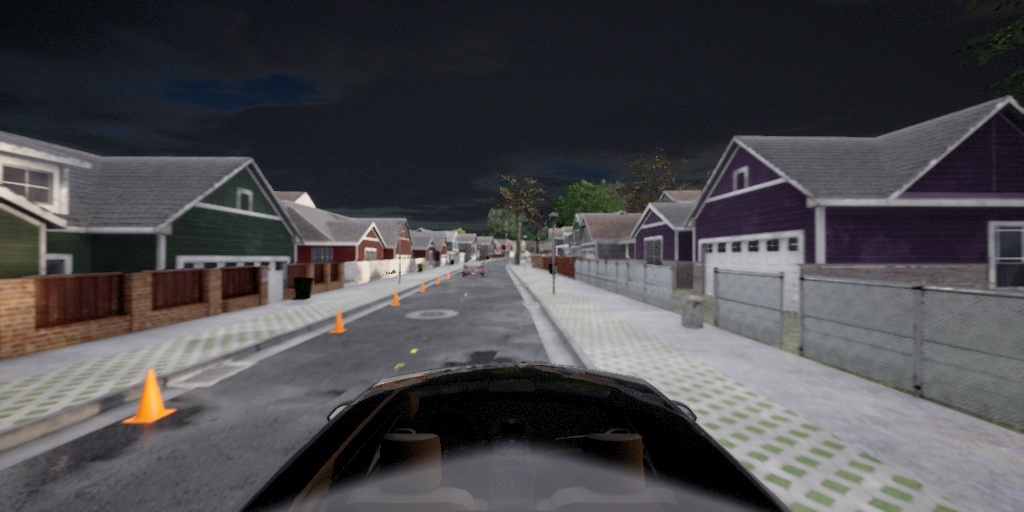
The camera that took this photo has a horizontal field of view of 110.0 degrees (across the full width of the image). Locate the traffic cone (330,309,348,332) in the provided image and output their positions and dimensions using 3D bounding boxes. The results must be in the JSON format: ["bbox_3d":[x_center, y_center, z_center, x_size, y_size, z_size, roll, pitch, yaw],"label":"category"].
[{"bbox_3d":[-4.545,1.678,9.420,0.340,0.580,0.340,0,0,-1],"label":"traffic cone"}]

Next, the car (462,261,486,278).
[{"bbox_3d":[-3.357,1.141,32.087,1.812,1.442,4.674,0,0,-3],"label":"car"}]

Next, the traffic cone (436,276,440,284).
[{"bbox_3d":[-5.023,1.613,24.356,0.340,0.580,0.340,0,0,-2],"label":"traffic cone"}]

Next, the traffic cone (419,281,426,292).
[{"bbox_3d":[-4.822,1.637,19.367,0.340,0.580,0.340,0,0,-2],"label":"traffic cone"}]

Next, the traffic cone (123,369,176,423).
[{"bbox_3d":[-4.481,1.698,4.446,0.340,0.580,0.340,0,0,0],"label":"traffic cone"}]

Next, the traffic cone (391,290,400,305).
[{"bbox_3d":[-4.658,1.658,14.395,0.340,0.580,0.340,0,0,-2],"label":"traffic cone"}]

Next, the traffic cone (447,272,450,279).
[{"bbox_3d":[-5.225,1.587,29.352,0.340,0.580,0.340,0,0,-2],"label":"traffic cone"}]
